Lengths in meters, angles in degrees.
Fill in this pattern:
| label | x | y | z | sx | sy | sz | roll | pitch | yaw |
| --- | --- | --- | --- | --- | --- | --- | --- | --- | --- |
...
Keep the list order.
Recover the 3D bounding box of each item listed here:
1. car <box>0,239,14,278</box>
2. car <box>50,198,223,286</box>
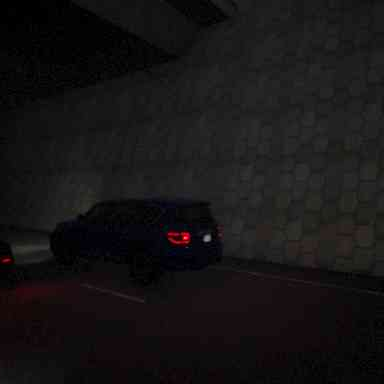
| label | x | y | z | sx | sy | sz | roll | pitch | yaw |
| --- | --- | --- | --- | --- | --- | --- | --- | --- | --- |
| car | -6.411 | 1.465 | 8.643 | 4.674 | 1.442 | 1.812 | 1 | 0 | 36 |
| car | -1.790 | 1.187 | 9.587 | 5.566 | 2.045 | 2.150 | 0 | 0 | 36 |
